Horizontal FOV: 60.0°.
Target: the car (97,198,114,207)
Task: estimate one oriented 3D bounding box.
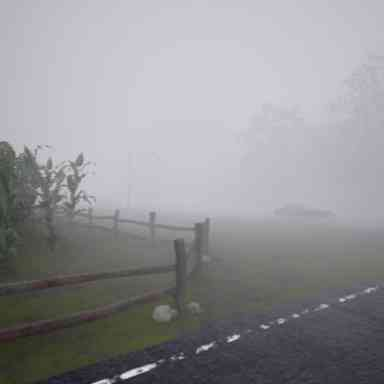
[{"bbox_3d":[-16.019,1.925,61.554,1.812,1.442,4.674,1,-1,-36],"label":"car"}]

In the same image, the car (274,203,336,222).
[{"bbox_3d":[9.018,1.596,26.771,1.895,1.301,4.718,1,-1,-36],"label":"car"}]
